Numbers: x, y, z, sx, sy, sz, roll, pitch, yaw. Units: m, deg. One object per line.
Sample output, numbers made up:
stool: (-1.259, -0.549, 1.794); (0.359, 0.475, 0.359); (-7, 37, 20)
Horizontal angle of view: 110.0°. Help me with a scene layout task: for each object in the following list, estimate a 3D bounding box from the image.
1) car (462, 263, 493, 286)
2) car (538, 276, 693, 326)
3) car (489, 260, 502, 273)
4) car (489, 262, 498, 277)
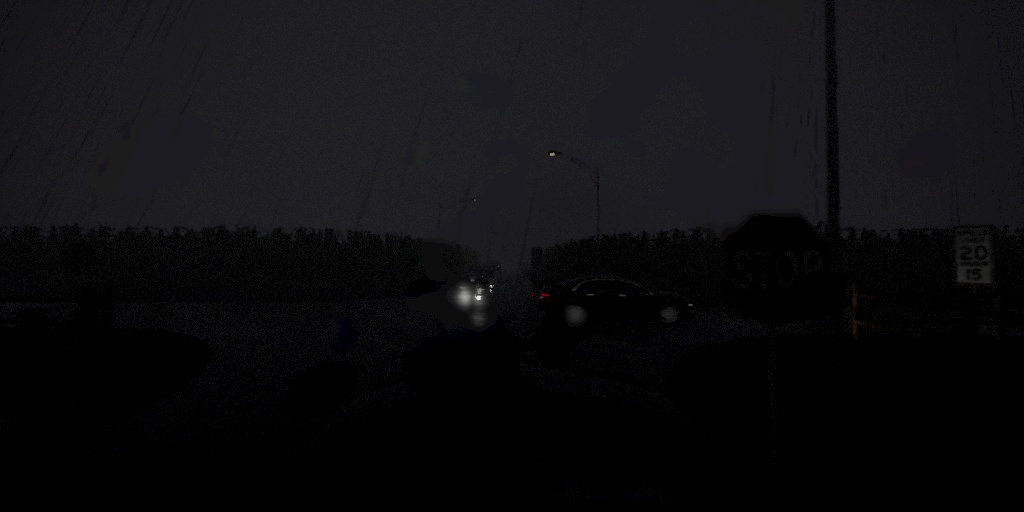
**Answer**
car: (-2.927, 1.598, 29.301); (2.128, 1.511, 4.902); (0, -1, 0)
car: (3.329, 1.423, 11.800); (4.892, 1.490, 1.837); (0, -1, 0)
car: (-2.946, 1.718, 60.277); (2.150, 2.045, 5.566); (0, -1, 0)
car: (-2.956, 1.759, 40.665); (1.837, 1.490, 4.892); (0, -1, 0)
